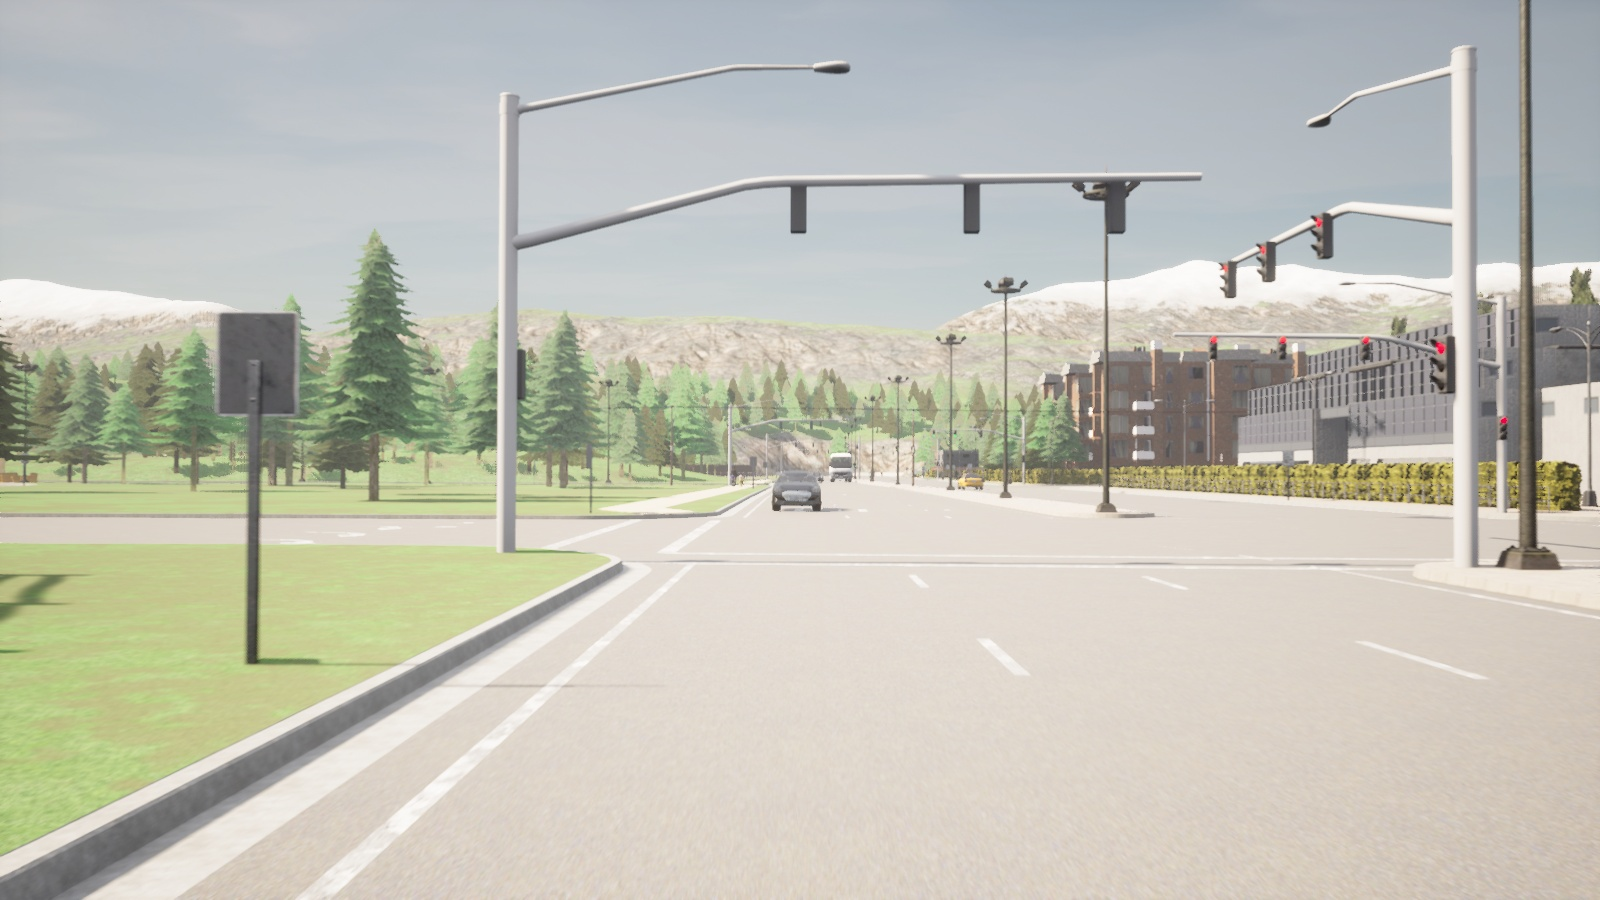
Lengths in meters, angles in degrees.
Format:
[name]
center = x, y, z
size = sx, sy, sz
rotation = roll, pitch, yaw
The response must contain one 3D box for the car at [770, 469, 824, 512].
[car]
center = -0.123, 1.616, 50.655
size = 2.033, 1.649, 4.856
rotation = 0, -1, 0
